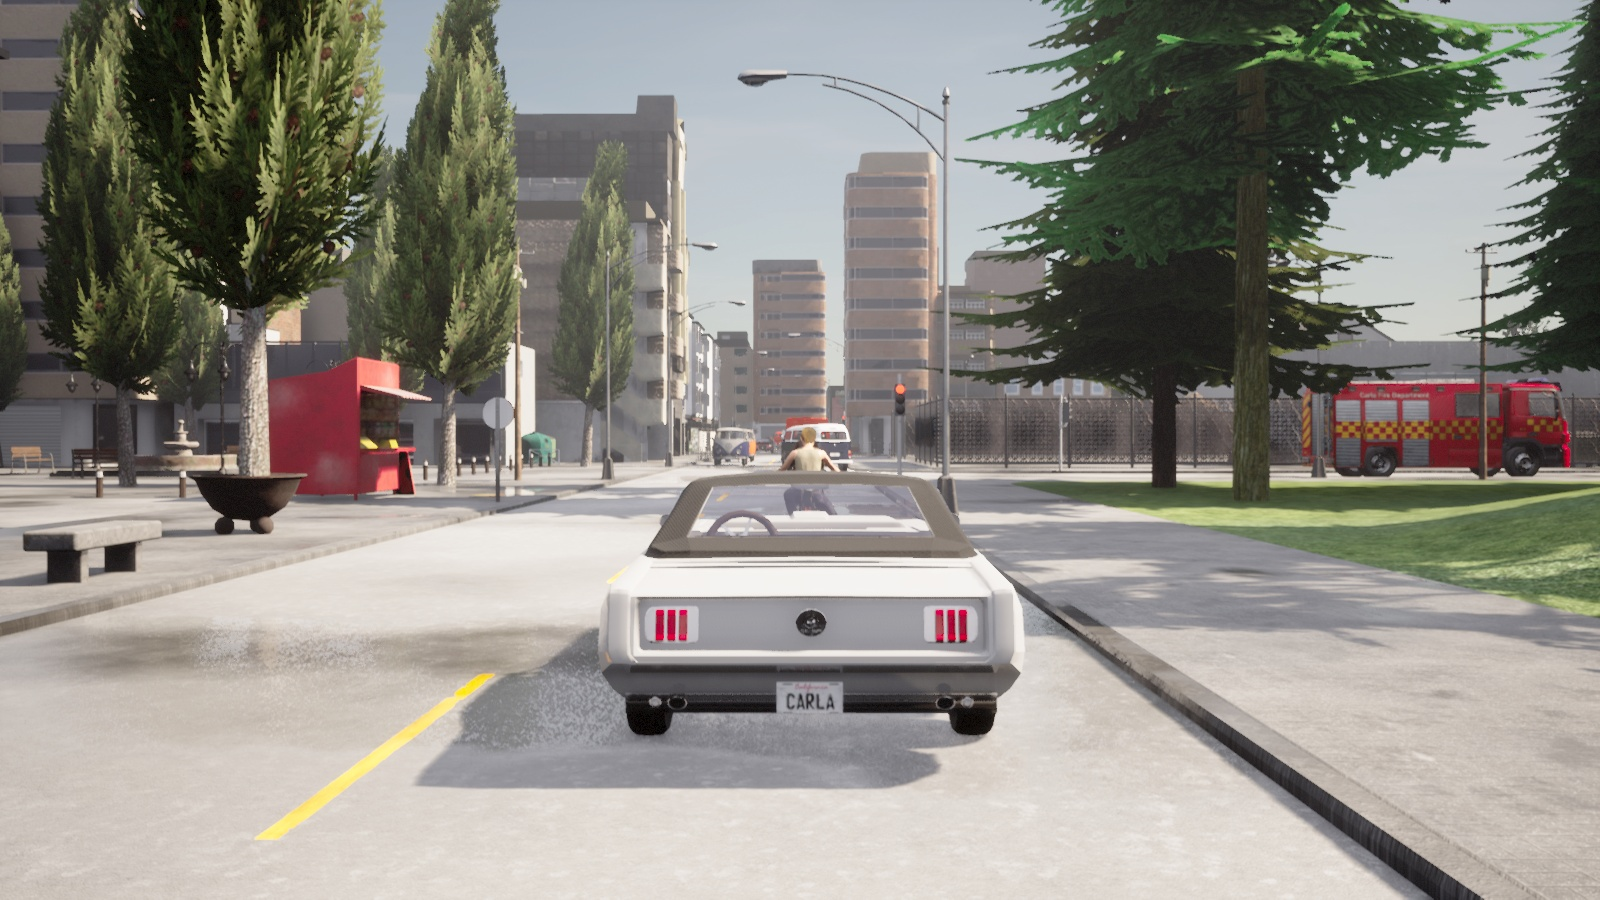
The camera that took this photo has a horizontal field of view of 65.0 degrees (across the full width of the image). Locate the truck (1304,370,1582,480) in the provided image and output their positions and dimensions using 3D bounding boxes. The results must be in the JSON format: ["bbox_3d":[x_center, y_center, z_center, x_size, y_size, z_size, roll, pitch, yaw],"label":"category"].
[{"bbox_3d":[22.955,-0.877,45.140,8.468,3.827,2.891,0,1,0],"label":"truck"}]

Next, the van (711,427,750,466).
[{"bbox_3d":[-3.670,-0.208,66.965,1.775,1.987,4.442,0,0,0],"label":"van"}]

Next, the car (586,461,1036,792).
[{"bbox_3d":[0.060,0.765,7.651,1.895,1.301,4.718,0,1,0],"label":"car"}]

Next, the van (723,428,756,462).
[{"bbox_3d":[-3.630,-0.307,76.071,1.775,1.987,4.442,0,1,0],"label":"van"}]

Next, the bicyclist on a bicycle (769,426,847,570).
[{"bbox_3d":[0.096,0.527,14.755,0.866,1.612,1.509,0,1,1],"label":"bicyclist on a bicycle"}]

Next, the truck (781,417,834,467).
[{"bbox_3d":[0.331,-0.417,64.207,2.627,2.467,5.204,0,1,-1],"label":"truck"}]

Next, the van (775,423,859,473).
[{"bbox_3d":[0.672,-0.099,53.986,2.069,2.038,4.480,0,1,-21],"label":"van"}]
